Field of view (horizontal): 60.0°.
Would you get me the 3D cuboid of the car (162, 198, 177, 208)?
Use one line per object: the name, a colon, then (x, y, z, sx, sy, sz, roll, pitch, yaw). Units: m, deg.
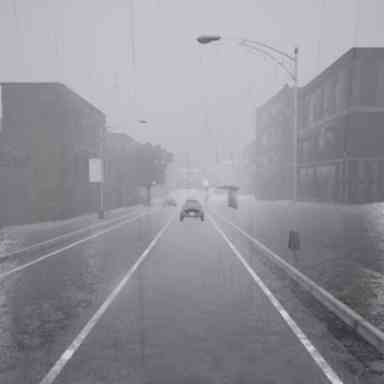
car: (-3.338, 1.658, 50.614, 1.994, 1.385, 4.181, 0, 0, 1)

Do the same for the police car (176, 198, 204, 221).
police car: (0.005, 1.541, 28.202, 2.038, 1.542, 4.974, 0, -1, 0)

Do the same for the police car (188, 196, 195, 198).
police car: (-0.131, 1.515, 52.517, 1.930, 1.638, 5.238, 0, 0, 0)
